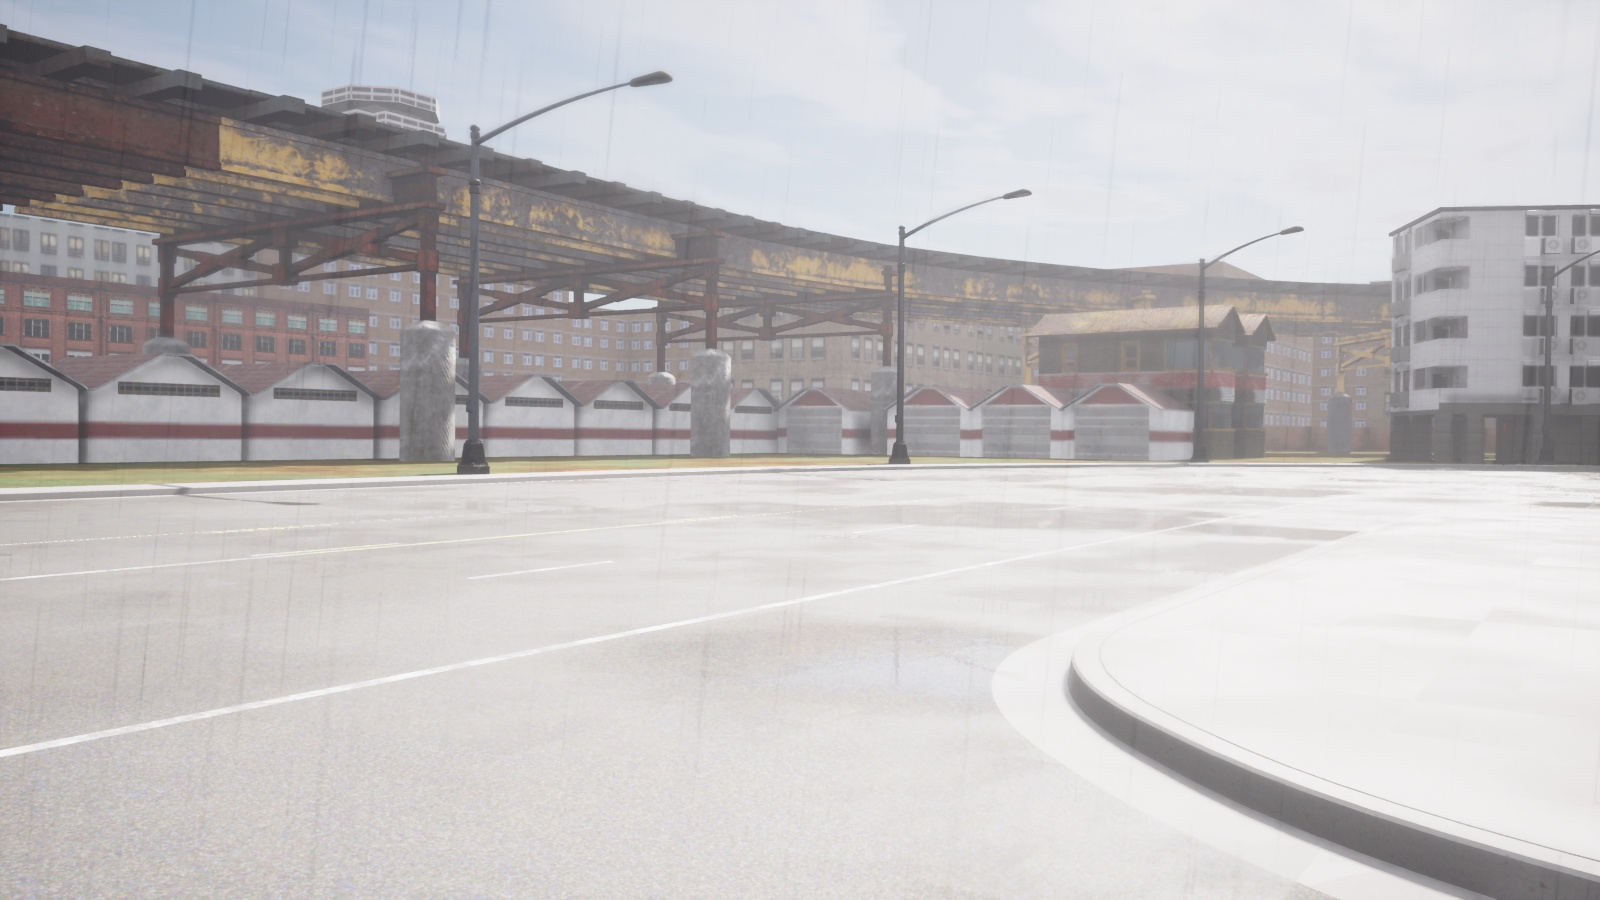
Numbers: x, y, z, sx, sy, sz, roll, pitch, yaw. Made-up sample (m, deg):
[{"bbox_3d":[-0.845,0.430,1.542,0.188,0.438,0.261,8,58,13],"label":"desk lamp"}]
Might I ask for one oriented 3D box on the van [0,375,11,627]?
[{"bbox_3d":[-7.841,0.443,8.168,1.775,1.987,4.442,0,1,18],"label":"van"}]
